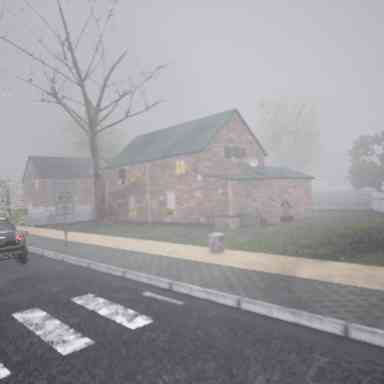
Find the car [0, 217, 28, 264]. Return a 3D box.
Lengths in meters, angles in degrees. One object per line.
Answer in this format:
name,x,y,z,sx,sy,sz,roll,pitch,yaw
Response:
car,-7.822,1.724,12.460,2.097,1.767,4.553,-3,0,-40
